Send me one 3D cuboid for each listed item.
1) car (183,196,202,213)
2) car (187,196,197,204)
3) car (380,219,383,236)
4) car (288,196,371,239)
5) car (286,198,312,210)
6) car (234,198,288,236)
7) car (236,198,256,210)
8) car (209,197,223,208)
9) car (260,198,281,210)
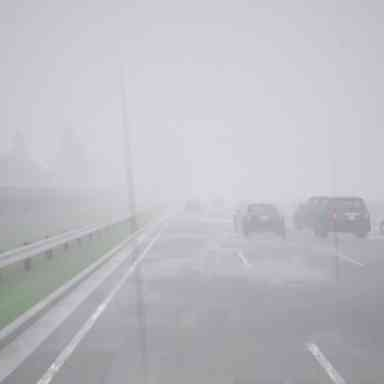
[{"bbox_3d":[0.081,1.502,36.838,2.128,1.511,4.902,0,0,0],"label":"car"},{"bbox_3d":[0.073,1.495,64.309,1.882,1.535,5.008,0,0,0],"label":"car"},{"bbox_3d":[10.590,1.510,15.200,1.837,1.490,4.892,0,0,0],"label":"car"},{"bbox_3d":[7.092,1.227,17.432,2.150,2.045,5.566,0,0,0],"label":"car"},{"bbox_3d":[14.082,1.577,44.044,1.994,1.385,4.181,0,0,0],"label":"car"},{"bbox_3d":[3.590,1.357,18.480,2.097,1.767,4.553,0,0,0],"label":"car"},{"bbox_3d":[7.078,1.576,43.952,1.994,1.385,4.181,0,0,0],"label":"car"},{"bbox_3d":[3.576,1.519,49.860,1.837,1.490,4.892,0,0,0],"label":"car"},{"bbox_3d":[10.578,1.539,45.073,1.812,1.442,4.674,0,0,0],"label":"car"}]
